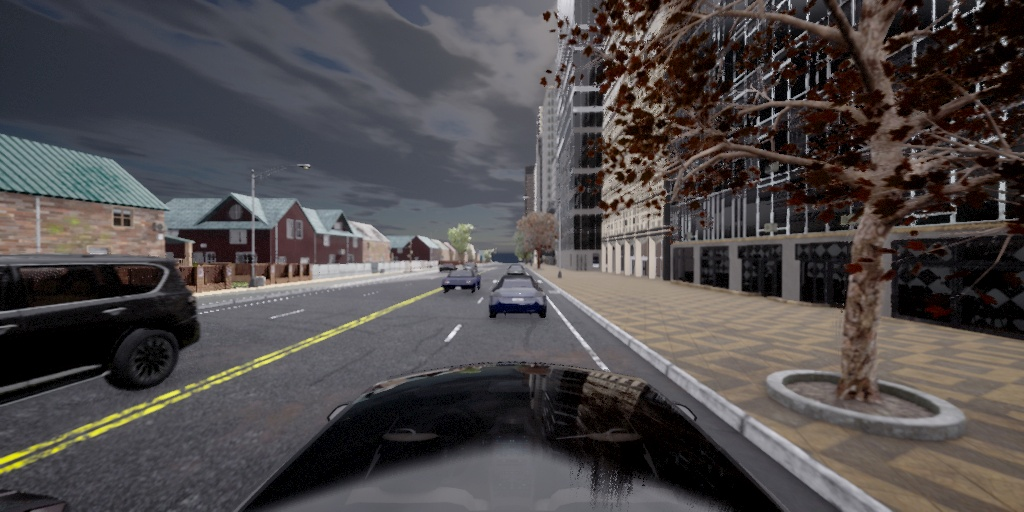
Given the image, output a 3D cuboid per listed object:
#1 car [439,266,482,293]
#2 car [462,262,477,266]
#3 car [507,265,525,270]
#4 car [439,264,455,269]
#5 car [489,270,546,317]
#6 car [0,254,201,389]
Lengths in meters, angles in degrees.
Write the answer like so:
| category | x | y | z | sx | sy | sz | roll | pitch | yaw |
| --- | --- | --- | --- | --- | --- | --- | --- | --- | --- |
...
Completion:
| category | x | y | z | sx | sy | sz | roll | pitch | yaw |
| --- | --- | --- | --- | --- | --- | --- | --- | --- | --- |
| car | -2.967 | 1.501 | 22.161 | 1.895 | 1.301 | 4.718 | 0 | 0 | 1 |
| car | -6.049 | 1.660 | 51.969 | 2.128 | 1.511 | 4.902 | 0 | -1 | 1 |
| car | 0.425 | 1.602 | 37.747 | 1.994 | 1.385 | 4.181 | 0 | 0 | 1 |
| car | -9.299 | 1.766 | 51.932 | 1.895 | 1.301 | 4.718 | 0 | -1 | 1 |
| car | 0.206 | 1.399 | 13.634 | 1.994 | 1.385 | 4.181 | 0 | 0 | 0 |
| car | -6.583 | 0.985 | 3.989 | 2.150 | 2.045 | 5.566 | 0 | 0 | 1 |
